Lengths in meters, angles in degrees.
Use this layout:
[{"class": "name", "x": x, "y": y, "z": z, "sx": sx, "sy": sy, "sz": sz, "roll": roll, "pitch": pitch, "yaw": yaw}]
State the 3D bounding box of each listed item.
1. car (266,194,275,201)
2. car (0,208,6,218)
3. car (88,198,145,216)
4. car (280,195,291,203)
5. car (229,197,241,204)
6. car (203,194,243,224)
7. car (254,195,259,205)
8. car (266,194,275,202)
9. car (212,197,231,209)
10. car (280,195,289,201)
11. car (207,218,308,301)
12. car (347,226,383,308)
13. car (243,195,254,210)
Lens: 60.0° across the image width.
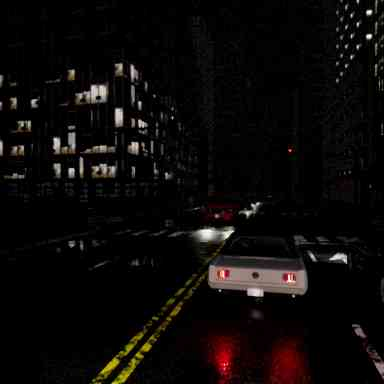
[{"class": "car", "x": 19.034, "y": 1.284, "z": 80.511, "sx": 2.128, "sy": 1.511, "sz": 4.902, "roll": 0, "pitch": 0, "yaw": 13}, {"class": "car", "x": -17.211, "y": 1.434, "z": 26.802, "sx": 4.313, "sy": 1.339, "sz": 1.947, "roll": 1, "pitch": 1, "yaw": 15}, {"class": "car", "x": -6.842, "y": 1.334, "z": 30.180, "sx": 5.008, "sy": 1.535, "sz": 1.882, "roll": 0, "pitch": 3, "yaw": 1}, {"class": "car", "x": 19.767, "y": 1.473, "z": 69.622, "sx": 2.033, "sy": 1.411, "sz": 5.357, "roll": 0, "pitch": 0, "yaw": 13}, {"class": "car", "x": 8.283, "y": 1.554, "z": 63.762, "sx": 1.895, "sy": 1.301, "sz": 4.718, "roll": 0, "pitch": 0, "yaw": 14}, {"class": "car", "x": 2.315, "y": 1.211, "z": 25.050, "sx": 2.150, "sy": 2.045, "sz": 5.566, "roll": 1, "pitch": 1, "yaw": 14}, {"class": "car", "x": 10.111, "y": 1.485, "z": 57.575, "sx": 1.812, "sy": 1.442, "sz": 4.674, "roll": 0, "pitch": 0, "yaw": 14}, {"class": "car", "x": 16.710, "y": 1.529, "z": 70.815, "sx": 1.895, "sy": 1.301, "sz": 4.718, "roll": 0, "pitch": 0, "yaw": 13}, {"class": "car", "x": 4.255, "y": 1.519, "z": 47.171, "sx": 2.033, "sy": 1.411, "sz": 5.357, "roll": 0, "pitch": 0, "yaw": 14}, {"class": "car", "x": 22.201, "y": 1.354, "z": 79.782, "sx": 1.895, "sy": 1.301, "sz": 4.718, "roll": 0, "pitch": 0, "yaw": 13}, {"class": "car", "x": 1.744, "y": 1.597, "z": 8.397, "sx": 1.895, "sy": 1.301, "sz": 4.718, "roll": 0, "pitch": 0, "yaw": 14}, {"class": "car", "x": 4.870, "y": 1.501, "z": 7.483, "sx": 1.837, "sy": 1.490, "sz": 4.892, "roll": 0, "pitch": 0, "yaw": 14}, {"class": "car", "x": 6.381, "y": 1.453, "z": 42.101, "sx": 1.882, "sy": 1.535, "sz": 5.008, "roll": 0, "pitch": 0, "yaw": 13}]
